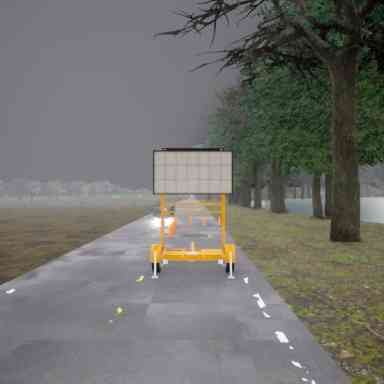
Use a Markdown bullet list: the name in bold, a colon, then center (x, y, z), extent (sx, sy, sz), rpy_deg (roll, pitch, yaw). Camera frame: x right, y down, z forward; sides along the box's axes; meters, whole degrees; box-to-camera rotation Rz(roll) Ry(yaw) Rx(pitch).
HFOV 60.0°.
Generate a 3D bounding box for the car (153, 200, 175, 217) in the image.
- **car**: center (-2.646, 1.575, 32.409), extent (2.128, 1.511, 4.902), rpy_deg (0, 0, 0)

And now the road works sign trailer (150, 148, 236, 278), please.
- **road works sign trailer**: center (0.031, 0.475, 10.113), extent (2.380, 3.560, 2.880), rpy_deg (0, 0, 0)
